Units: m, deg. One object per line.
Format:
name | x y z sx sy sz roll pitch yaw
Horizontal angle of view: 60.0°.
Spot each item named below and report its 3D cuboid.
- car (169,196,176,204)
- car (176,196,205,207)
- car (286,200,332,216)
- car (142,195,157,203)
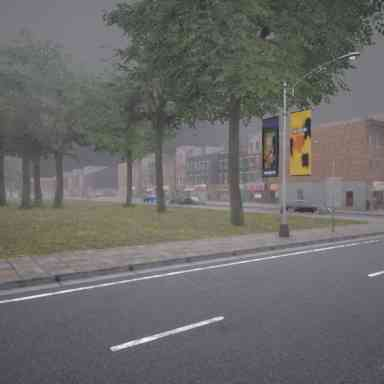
car | -2.296 1.380 58.695 2.128 1.511 4.902 1 0 -35
car | 0.049 1.434 50.451 1.812 1.442 4.674 1 0 -35
car | 11.894 1.560 33.854 2.128 1.511 4.902 1 0 -36
car | -8.301 1.332 67.009 1.882 1.535 5.008 1 0 -36
